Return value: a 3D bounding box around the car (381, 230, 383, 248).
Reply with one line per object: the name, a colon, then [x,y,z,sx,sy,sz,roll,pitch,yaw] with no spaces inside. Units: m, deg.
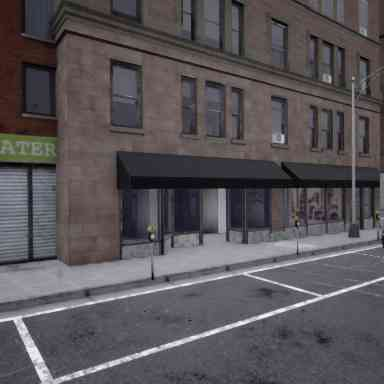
car: [9.185,1.540,13.088,4.507,1.381,1.887,0,-1,-35]
